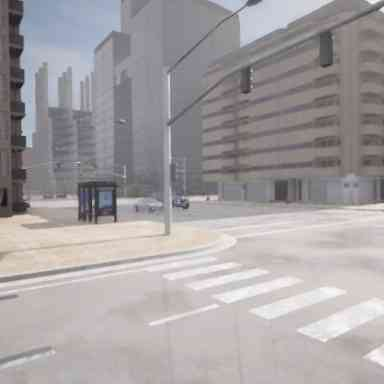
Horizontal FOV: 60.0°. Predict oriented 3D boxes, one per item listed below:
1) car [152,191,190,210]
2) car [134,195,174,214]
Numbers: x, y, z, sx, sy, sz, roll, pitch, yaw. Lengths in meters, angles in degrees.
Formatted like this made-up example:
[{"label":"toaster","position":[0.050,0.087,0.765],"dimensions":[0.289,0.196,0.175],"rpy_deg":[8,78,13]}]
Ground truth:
[{"label":"car","position":[-2.520,0.954,36.512],"dimensions":[2.150,2.045,5.566],"rpy_deg":[-1,1,-36]},{"label":"car","position":[-4.099,1.316,32.786],"dimensions":[1.812,1.442,4.674],"rpy_deg":[-1,1,-37]}]
